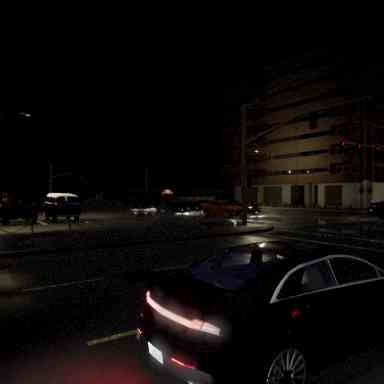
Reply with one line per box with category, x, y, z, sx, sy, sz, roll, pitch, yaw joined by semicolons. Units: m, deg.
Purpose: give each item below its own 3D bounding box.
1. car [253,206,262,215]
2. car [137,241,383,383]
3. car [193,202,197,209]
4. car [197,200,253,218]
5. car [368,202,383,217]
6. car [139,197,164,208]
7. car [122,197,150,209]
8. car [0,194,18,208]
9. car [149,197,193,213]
car;4.763;1.603;34.550;2.033;1.411;5.357;0;0;-34
car;1.620;1.492;4.895;4.902;1.511;2.128;0;0;-34
car;-0.636;1.656;42.472;1.895;1.301;4.718;0;0;-34
car;2.966;1.533;30.973;1.882;1.535;5.008;0;0;-34
car;18.614;1.258;29.277;5.566;2.045;2.150;0;1;3
car;-6.199;1.560;50.652;1.837;1.490;4.892;0;0;-34
car;-8.413;1.533;47.679;1.882;1.535;5.008;0;0;-34
car;-31.378;1.209;56.581;1.932;1.855;4.605;0;0;-34
car;-2.565;1.603;39.085;2.033;1.411;5.357;0;0;-34
